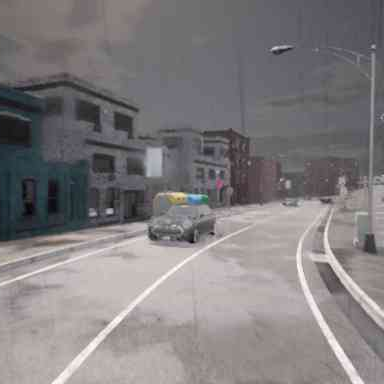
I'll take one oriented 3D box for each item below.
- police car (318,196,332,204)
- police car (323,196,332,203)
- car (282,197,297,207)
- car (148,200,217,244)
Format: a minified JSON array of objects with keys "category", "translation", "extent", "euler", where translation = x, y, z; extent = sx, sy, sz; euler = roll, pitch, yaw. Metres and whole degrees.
[{"category":"police car","translation":[29.858,1.753,74.172],"extent":[1.930,1.638,5.238],"euler":[1,0,24]},{"category":"police car","translation":[33.870,1.805,83.337],"extent":[1.930,1.638,5.238],"euler":[1,0,24]},{"category":"car","translation":[15.780,1.628,53.509],"extent":[2.128,1.511,4.902],"euler":[1,0,24]},{"category":"car","translation":[-0.306,1.319,15.810],"extent":[2.097,1.767,4.553],"euler":[1,0,19]}]
